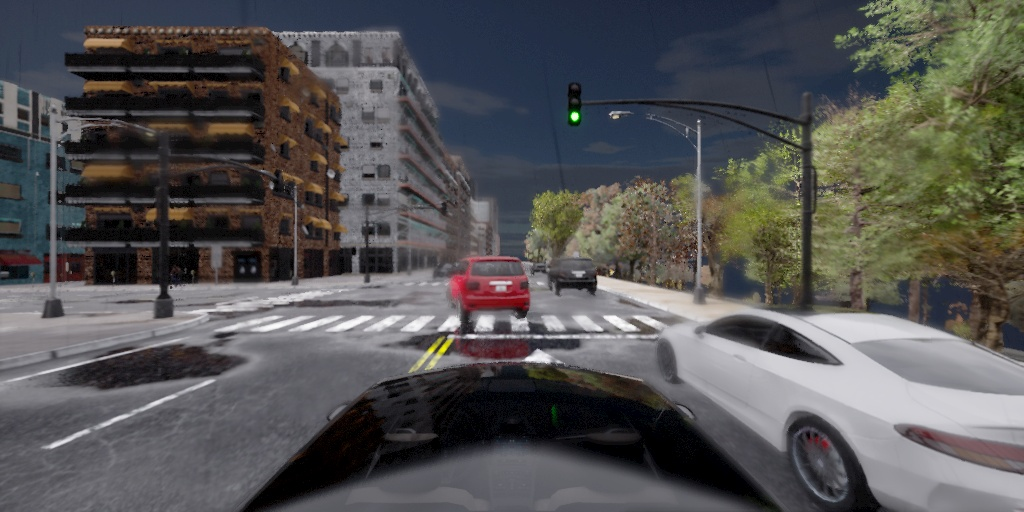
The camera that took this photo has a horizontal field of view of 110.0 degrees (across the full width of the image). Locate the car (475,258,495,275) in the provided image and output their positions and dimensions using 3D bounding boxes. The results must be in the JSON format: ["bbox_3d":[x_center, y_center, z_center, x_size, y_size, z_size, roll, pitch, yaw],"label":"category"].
[{"bbox_3d":[-3.314,1.276,45.389,2.150,2.045,5.566,0,0,0],"label":"car"}]

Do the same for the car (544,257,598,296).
[{"bbox_3d":[3.341,1.103,20.570,2.150,2.045,5.566,0,-1,0],"label":"car"}]

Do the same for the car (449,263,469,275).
[{"bbox_3d":[-6.565,1.579,45.120,1.812,1.442,4.674,0,0,0],"label":"car"}]

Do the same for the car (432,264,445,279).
[{"bbox_3d":[-6.566,1.491,35.873,1.837,1.490,4.892,0,0,2],"label":"car"}]

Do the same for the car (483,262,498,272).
[{"bbox_3d":[-3.259,1.691,55.153,1.994,1.385,4.181,0,0,0],"label":"car"}]

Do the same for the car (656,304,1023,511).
[{"bbox_3d":[3.346,1.293,4.159,1.812,1.442,4.674,0,0,0],"label":"car"}]

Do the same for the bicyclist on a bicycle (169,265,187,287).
[{"bbox_3d":[-24.882,1.498,26.613,0.582,1.620,1.656,-1,0,-1],"label":"bicyclist on a bicycle"}]

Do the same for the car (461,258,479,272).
[{"bbox_3d":[-6.508,1.352,55.581,2.150,2.045,5.566,0,0,0],"label":"car"}]

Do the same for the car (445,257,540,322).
[{"bbox_3d":[-1.010,1.053,12.996,2.150,2.045,5.566,0,0,-15],"label":"car"}]

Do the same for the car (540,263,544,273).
[{"bbox_3d":[3.344,1.550,44.162,1.837,1.490,4.892,0,0,0],"label":"car"}]
